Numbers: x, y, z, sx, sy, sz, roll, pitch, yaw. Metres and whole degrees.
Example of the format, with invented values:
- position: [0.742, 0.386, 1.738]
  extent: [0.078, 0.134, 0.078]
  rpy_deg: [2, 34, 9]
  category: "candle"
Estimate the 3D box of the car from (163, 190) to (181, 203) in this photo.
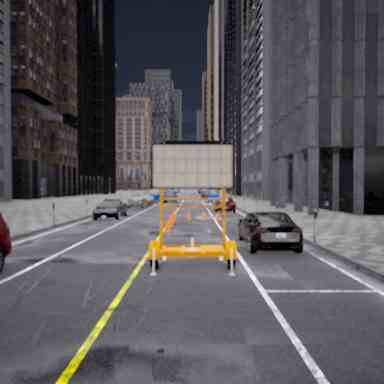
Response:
- position: [-2.962, 0.813, 46.887]
  extent: [2.033, 1.411, 5.357]
  rpy_deg: [0, 1, 1]
  category: "car"

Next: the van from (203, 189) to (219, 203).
- position: [2.862, 0.616, 46.284]
  extent: [1.690, 1.788, 3.998]
  rpy_deg: [0, 1, 0]
  category: "van"

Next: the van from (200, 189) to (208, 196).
- position: [2.938, 0.086, 80.123]
  extent: [1.690, 1.788, 3.998]
  rpy_deg: [0, 1, 0]
  category: "van"

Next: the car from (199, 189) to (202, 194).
- position: [2.914, 0.504, 68.847]
  extent: [1.802, 1.307, 4.206]
  rpy_deg: [0, 1, 0]
  category: "car"

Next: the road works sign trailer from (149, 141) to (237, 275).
- position: [0.022, 0.309, 9.822]
  extent: [2.380, 3.560, 2.880]
  rpy_deg: [0, 1, 0]
  category: "road works sign trailer"

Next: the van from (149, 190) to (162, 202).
- position: [-5.650, 0.527, 51.938]
  extent: [1.690, 1.788, 3.998]
  rpy_deg: [0, 1, 0]
  category: "van"

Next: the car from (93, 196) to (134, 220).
- position: [-5.712, 1.193, 23.741]
  extent: [1.947, 1.339, 4.313]
  rpy_deg: [0, 1, 0]
  category: "car"

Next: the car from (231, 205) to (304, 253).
- position: [2.787, 1.370, 12.447]
  extent: [1.947, 1.339, 4.313]
  rpy_deg: [0, 1, 0]
  category: "car"

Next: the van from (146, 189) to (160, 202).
- position: [-5.663, 0.616, 46.298]
  extent: [1.690, 1.788, 3.998]
  rpy_deg: [0, 1, 0]
  category: "van"

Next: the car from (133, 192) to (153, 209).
- position: [-5.687, 1.002, 35.021]
  extent: [2.008, 1.369, 4.403]
  rpy_deg: [0, 1, 0]
  category: "car"

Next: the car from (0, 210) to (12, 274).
- position: [-5.751, 1.206, 6.817]
  extent: [2.192, 1.841, 5.009]
  rpy_deg: [0, 1, 0]
  category: "car"

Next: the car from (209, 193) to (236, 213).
- position: [2.825, 1.084, 29.367]
  extent: [1.887, 1.381, 4.507]
  rpy_deg: [0, 1, 0]
  category: "car"

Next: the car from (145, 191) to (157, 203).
- position: [-5.675, 0.891, 40.491]
  extent: [1.752, 1.417, 4.829]
  rpy_deg: [0, 1, 0]
  category: "car"

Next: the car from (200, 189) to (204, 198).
- position: [2.901, 0.592, 63.207]
  extent: [1.802, 1.307, 4.206]
  rpy_deg: [0, 1, 0]
  category: "car"
